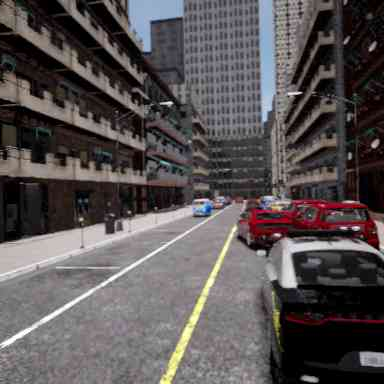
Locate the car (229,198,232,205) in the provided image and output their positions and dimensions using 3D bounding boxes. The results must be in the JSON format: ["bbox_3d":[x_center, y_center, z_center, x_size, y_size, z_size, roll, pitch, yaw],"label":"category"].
[{"bbox_3d":[6.766,1.807,68.119,2.192,1.841,5.009,-2,-1,10],"label":"car"}]

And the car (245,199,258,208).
[{"bbox_3d":[9.858,1.846,54.753,1.994,1.385,4.181,-2,-1,10],"label":"car"}]

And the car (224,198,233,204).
[{"bbox_3d":[8.671,2.092,79.051,1.887,1.381,4.507,-2,-1,10],"label":"car"}]

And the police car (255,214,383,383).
[{"bbox_3d":[2.191,1.426,5.767,1.930,1.638,5.238,-2,-1,10],"label":"police car"}]

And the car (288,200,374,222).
[{"bbox_3d":[5.044,1.304,12.119,2.192,1.841,5.009,-2,-1,10],"label":"car"}]

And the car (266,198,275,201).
[{"bbox_3d":[8.876,1.632,34.153,1.752,1.417,4.829,-2,-1,10],"label":"car"}]

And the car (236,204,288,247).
[{"bbox_3d":[3.257,1.546,15.415,1.882,1.535,5.008,-2,-1,-2],"label":"car"}]

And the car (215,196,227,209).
[{"bbox_3d":[3.924,1.849,51.715,1.967,1.590,4.097,-2,-1,10],"label":"car"}]

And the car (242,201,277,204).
[{"bbox_3d":[4.349,1.605,21.394,1.837,1.490,4.892,-2,-1,25],"label":"car"}]

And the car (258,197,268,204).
[{"bbox_3d":[15.488,1.848,72.257,1.887,1.381,4.507,-2,-1,10],"label":"car"}]

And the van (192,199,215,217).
[{"bbox_3d":[1.075,1.664,35.314,1.690,1.788,3.998,-2,-1,10],"label":"van"}]

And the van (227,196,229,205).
[{"bbox_3d":[4.869,1.778,57.183,1.690,1.788,3.998,-2,-1,10],"label":"van"}]

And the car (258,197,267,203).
[{"bbox_3d":[16.465,1.857,77.892,1.752,1.417,4.829,-2,-1,10],"label":"car"}]

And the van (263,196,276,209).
[{"bbox_3d":[11.685,1.533,50.390,1.690,1.788,3.998,-2,-1,10],"label":"van"}]

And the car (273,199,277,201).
[{"bbox_3d":[6.946,1.488,23.052,1.967,1.590,4.097,-2,-1,10],"label":"car"}]

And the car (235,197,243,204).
[{"bbox_3d":[11.145,1.952,78.270,1.882,1.535,5.008,-2,-1,10],"label":"car"}]

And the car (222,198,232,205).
[{"bbox_3d":[7.724,2.086,73.583,1.947,1.339,4.313,-2,-1,10],"label":"car"}]

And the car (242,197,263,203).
[{"bbox_3d":[7.760,1.696,42.564,1.882,1.535,5.008,-2,-1,10],"label":"car"}]

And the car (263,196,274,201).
[{"bbox_3d":[9.792,1.574,39.454,1.967,1.590,4.097,-2,-1,10],"label":"car"}]

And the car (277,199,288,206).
[{"bbox_3d":[5.993,1.333,17.587,2.192,1.841,5.009,-2,-1,10],"label":"car"}]
